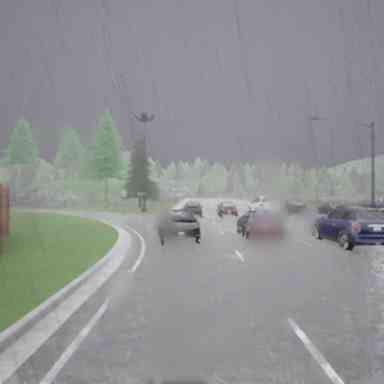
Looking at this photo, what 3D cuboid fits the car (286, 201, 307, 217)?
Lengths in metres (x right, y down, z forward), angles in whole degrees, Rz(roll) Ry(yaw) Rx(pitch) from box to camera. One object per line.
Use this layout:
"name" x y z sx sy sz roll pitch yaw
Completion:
"car" 10.596 1.727 34.893 1.882 1.535 5.008 0 0 0

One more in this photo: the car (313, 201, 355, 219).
"car" 14.096 1.730 33.317 2.128 1.511 4.902 0 0 0

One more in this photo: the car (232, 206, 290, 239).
"car" 3.597 1.693 18.032 1.994 1.385 4.181 0 0 0

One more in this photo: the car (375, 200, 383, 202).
"car" 27.296 1.875 48.783 4.674 1.442 1.812 0 0 34

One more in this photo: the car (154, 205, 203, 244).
"car" -0.800 1.611 16.668 2.128 1.511 4.902 0 0 -9

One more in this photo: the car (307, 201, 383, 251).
"car" 7.097 1.459 14.867 2.097 1.767 4.553 0 0 0

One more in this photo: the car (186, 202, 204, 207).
"car" 0.096 1.743 33.373 1.837 1.490 4.892 0 0 0

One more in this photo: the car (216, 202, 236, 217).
"car" 3.582 1.771 34.375 1.812 1.442 4.674 0 0 0

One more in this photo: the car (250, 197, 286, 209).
"car" 7.096 1.453 32.407 2.150 2.045 5.566 0 0 0
